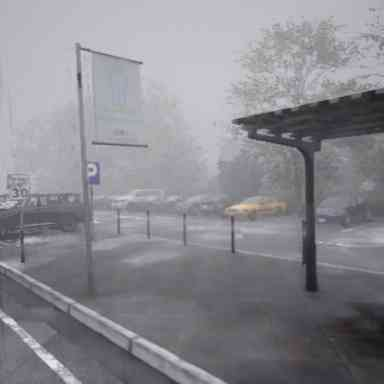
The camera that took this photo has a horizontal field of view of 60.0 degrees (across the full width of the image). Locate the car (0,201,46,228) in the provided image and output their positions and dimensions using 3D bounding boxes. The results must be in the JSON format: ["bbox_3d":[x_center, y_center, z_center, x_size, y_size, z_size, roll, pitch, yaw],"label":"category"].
[{"bbox_3d":[-12.058,1.439,21.043,4.674,1.452,2.002,-2,1,-44],"label":"car"}]

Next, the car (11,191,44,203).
[{"bbox_3d":[-28.013,0.856,56.806,4.553,1.767,2.185,-2,2,-44],"label":"car"}]

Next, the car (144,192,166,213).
[{"bbox_3d":[-1.234,0.995,28.636,5.008,1.535,2.097,-2,1,-44],"label":"car"}]

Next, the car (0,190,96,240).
[{"bbox_3d":[-8.223,1.126,16.954,5.566,2.045,2.435,-2,1,-44],"label":"car"}]

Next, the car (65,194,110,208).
[{"bbox_3d":[-12.738,1.080,40.677,4.792,1.488,2.163,-2,2,-44],"label":"car"}]

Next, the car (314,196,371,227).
[{"bbox_3d":[8.307,0.971,18.558,4.792,1.488,2.163,-2,1,-44],"label":"car"}]

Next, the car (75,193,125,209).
[{"bbox_3d":[-10.673,1.035,38.816,5.366,1.575,1.946,-2,2,-44],"label":"car"}]

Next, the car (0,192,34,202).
[{"bbox_3d":[-31.993,0.964,60.681,5.366,1.575,1.946,-2,2,-44],"label":"car"}]

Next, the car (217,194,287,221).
[{"bbox_3d":[4.366,0.965,22.472,5.366,1.575,1.946,-2,1,-44],"label":"car"}]

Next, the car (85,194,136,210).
[{"bbox_3d":[-8.896,1.037,36.673,5.008,1.535,2.097,-2,2,-44],"label":"car"}]

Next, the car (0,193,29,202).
[{"bbox_3d":[-33.769,0.951,62.824,4.892,1.521,2.231,-2,2,-44],"label":"car"}]

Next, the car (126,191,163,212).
[{"bbox_3d":[-3.148,1.006,30.647,5.008,1.535,2.097,-2,1,-44],"label":"car"}]

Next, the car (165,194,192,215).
[{"bbox_3d":[0.680,0.986,26.625,4.892,1.521,2.231,-2,1,-44],"label":"car"}]

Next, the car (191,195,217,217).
[{"bbox_3d":[2.610,1.002,24.631,4.792,1.488,2.163,-2,1,-44],"label":"car"}]

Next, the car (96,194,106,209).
[{"bbox_3d":[-6.982,1.030,34.660,4.892,1.521,2.231,-2,1,-44],"label":"car"}]

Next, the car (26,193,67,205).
[{"bbox_3d":[-22.156,1.006,50.883,5.366,1.575,1.946,-2,2,-44],"label":"car"}]

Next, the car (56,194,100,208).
[{"bbox_3d":[-14.614,1.075,42.733,4.792,1.488,2.163,-2,2,-44],"label":"car"}]

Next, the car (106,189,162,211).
[{"bbox_3d":[-5.092,0.767,32.630,5.566,2.045,2.435,-2,1,-44],"label":"car"}]

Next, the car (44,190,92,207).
[{"bbox_3d":[-16.575,0.792,44.698,5.566,2.045,2.435,-2,2,-44],"label":"car"}]
